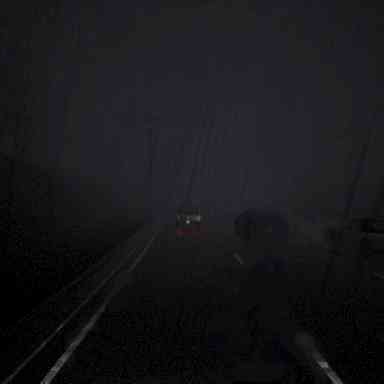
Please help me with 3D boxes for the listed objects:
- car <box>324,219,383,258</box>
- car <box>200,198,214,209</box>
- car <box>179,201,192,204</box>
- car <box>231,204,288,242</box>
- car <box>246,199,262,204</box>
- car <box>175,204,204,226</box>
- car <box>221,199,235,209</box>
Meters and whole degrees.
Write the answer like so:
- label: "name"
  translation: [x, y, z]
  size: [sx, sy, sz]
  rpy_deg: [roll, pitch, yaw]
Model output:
- label: "car"
  translation: [7.009, 1.698, 13.170]
  size: [1.895, 1.301, 4.718]
  rpy_deg: [0, 0, -1]
- label: "car"
  translation: [2.428, 1.787, 54.141]
  size: [2.097, 1.767, 4.553]
  rpy_deg: [0, 0, -1]
- label: "car"
  translation: [-0.898, 1.950, 47.311]
  size: [1.994, 1.385, 4.181]
  rpy_deg: [0, 0, -1]
- label: "car"
  translation: [3.392, 1.612, 17.134]
  size: [1.882, 1.535, 5.008]
  rpy_deg: [0, 0, -1]
- label: "car"
  translation: [9.511, 1.903, 50.878]
  size: [1.837, 1.490, 4.892]
  rpy_deg: [0, 0, -1]
- label: "car"
  translation: [-0.335, 1.806, 25.171]
  size: [1.895, 1.301, 4.718]
  rpy_deg: [0, 0, -1]
- label: "car"
  translation: [5.918, 1.911, 54.543]
  size: [1.882, 1.535, 5.008]
  rpy_deg: [0, 0, -1]
